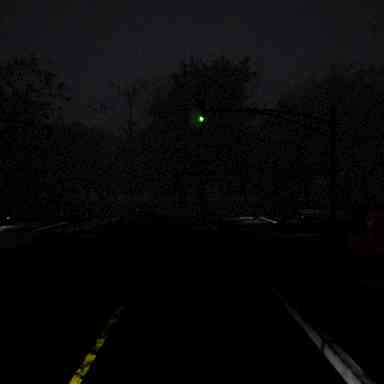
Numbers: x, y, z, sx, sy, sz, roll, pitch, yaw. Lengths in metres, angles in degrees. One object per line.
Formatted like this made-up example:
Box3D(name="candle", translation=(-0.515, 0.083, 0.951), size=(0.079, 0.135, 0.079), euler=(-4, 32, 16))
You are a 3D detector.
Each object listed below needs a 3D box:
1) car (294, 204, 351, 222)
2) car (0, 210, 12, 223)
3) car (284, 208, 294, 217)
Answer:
Box3D(name="car", translation=(10.918, 1.679, 26.313), size=(4.718, 1.301, 1.895), euler=(0, 0, -1))
Box3D(name="car", translation=(-14.888, 1.500, 22.791), size=(4.674, 1.442, 1.812), euler=(0, 0, 0))
Box3D(name="car", translation=(10.722, 1.686, 29.570), size=(4.718, 1.301, 1.895), euler=(0, 0, 0))
